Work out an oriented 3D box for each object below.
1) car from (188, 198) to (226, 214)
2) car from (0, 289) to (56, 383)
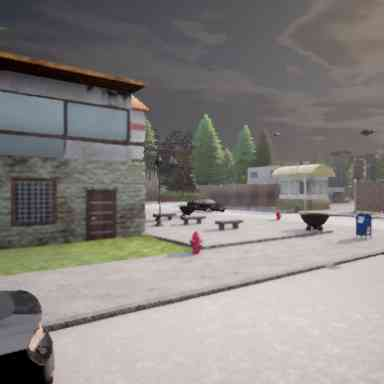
[{"bbox_3d":[1.514,1.419,35.341,1.882,1.535,5.008,0,0,-35],"label":"car"},{"bbox_3d":[-3.502,1.496,2.099,4.902,1.511,2.128,0,0,-35],"label":"car"}]
